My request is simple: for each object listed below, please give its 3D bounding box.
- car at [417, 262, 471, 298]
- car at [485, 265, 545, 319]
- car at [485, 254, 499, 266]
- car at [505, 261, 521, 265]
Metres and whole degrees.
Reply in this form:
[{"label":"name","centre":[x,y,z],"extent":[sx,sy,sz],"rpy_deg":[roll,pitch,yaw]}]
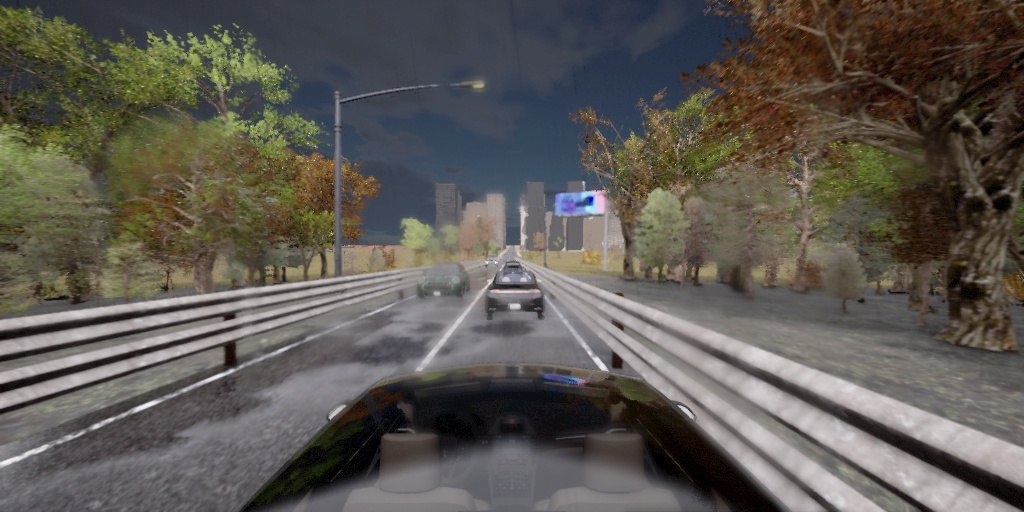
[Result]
[{"label":"car","centre":[-3.349,1.099,18.314],"extent":[2.097,1.767,4.553],"rpy_deg":[0,0,0]},{"label":"car","centre":[0.101,1.239,12.690],"extent":[2.128,1.511,4.902],"rpy_deg":[0,0,0]},{"label":"car","centre":[-3.286,0.681,59.757],"extent":[2.150,2.045,5.566],"rpy_deg":[0,0,0]},{"label":"car","centre":[0.086,1.248,34.560],"extent":[1.837,1.490,4.892],"rpy_deg":[0,0,0]}]
